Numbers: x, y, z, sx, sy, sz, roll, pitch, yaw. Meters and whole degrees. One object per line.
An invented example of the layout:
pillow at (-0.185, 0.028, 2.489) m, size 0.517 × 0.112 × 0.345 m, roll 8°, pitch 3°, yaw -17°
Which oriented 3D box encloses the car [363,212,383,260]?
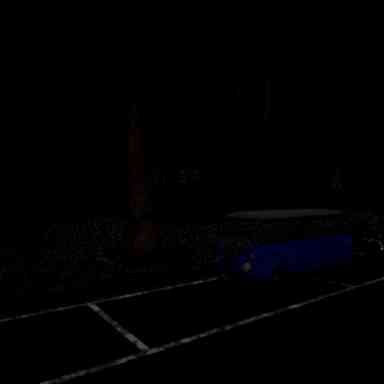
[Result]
car at (7.007, 1.437, 11.762) m, size 4.097 × 1.590 × 1.967 m, roll 0°, pitch 0°, yaw -35°

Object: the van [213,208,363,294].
van at (2.416, 1.339, 8.487) m, size 3.998 × 1.788 × 1.690 m, roll 0°, pitch 0°, yaw -35°
